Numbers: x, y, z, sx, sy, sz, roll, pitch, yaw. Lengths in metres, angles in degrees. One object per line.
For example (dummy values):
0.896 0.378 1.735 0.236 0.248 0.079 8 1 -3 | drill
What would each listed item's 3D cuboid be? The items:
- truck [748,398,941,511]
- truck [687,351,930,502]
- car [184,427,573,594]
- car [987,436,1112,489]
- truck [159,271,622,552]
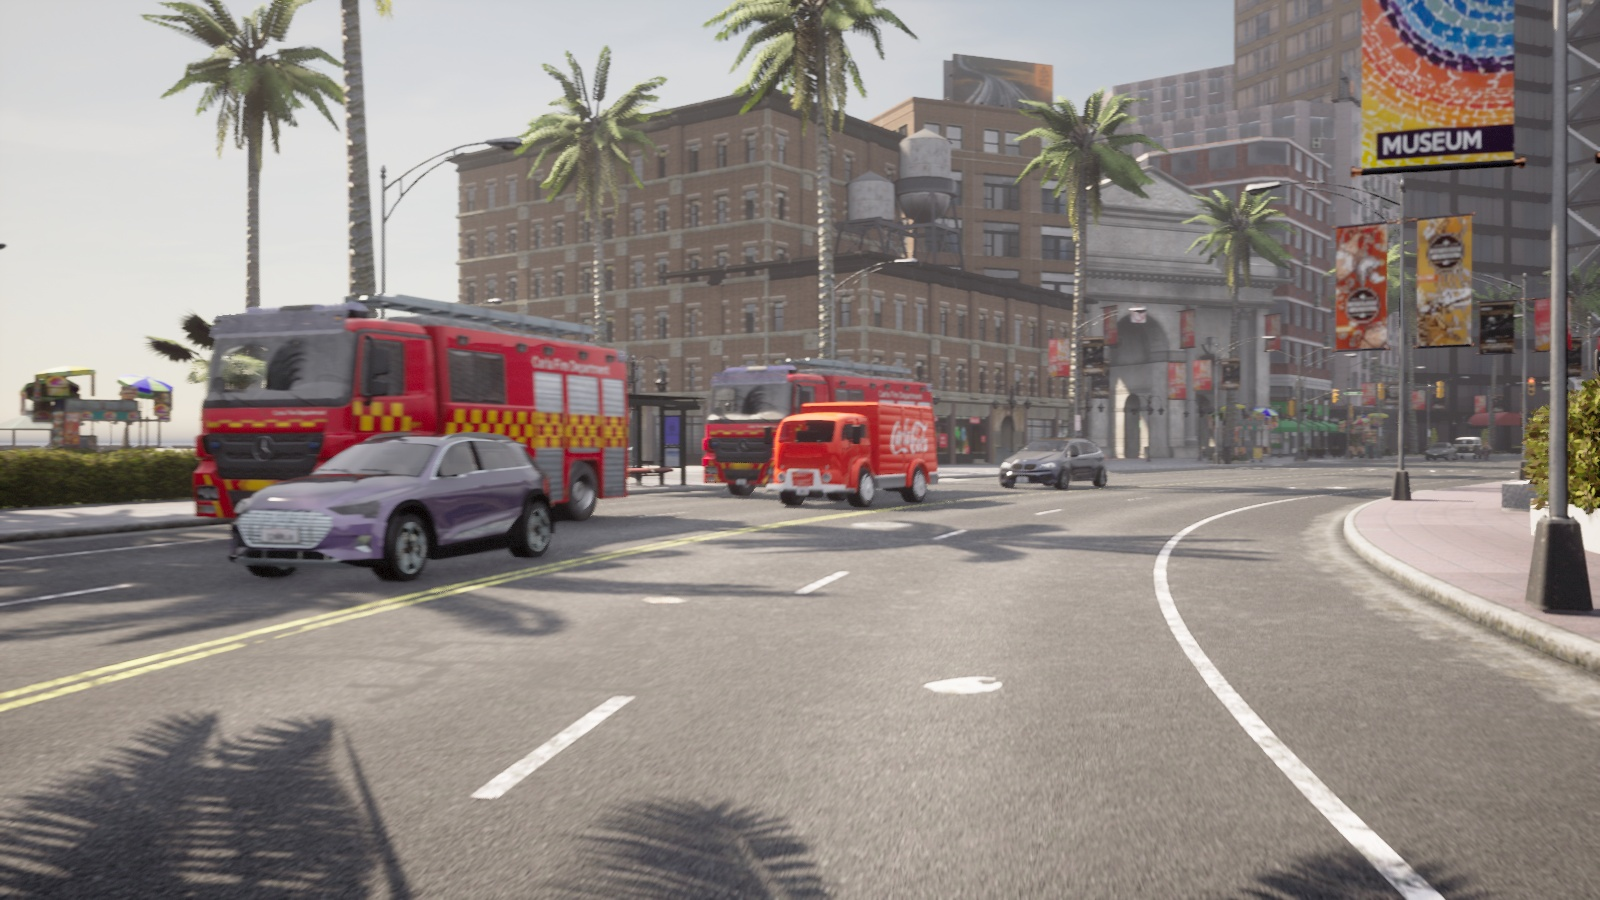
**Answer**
1.198 0.090 30.403 2.627 2.467 5.204 0 0 29 | truck
0.511 -0.623 36.320 2.891 3.827 8.468 0 0 33 | truck
-4.725 0.582 15.021 2.033 1.649 4.856 0 0 16 | car
8.302 0.371 41.522 2.242 1.667 4.611 0 0 37 | car
-6.404 -0.553 21.592 2.891 3.827 8.468 0 0 21 | truck
